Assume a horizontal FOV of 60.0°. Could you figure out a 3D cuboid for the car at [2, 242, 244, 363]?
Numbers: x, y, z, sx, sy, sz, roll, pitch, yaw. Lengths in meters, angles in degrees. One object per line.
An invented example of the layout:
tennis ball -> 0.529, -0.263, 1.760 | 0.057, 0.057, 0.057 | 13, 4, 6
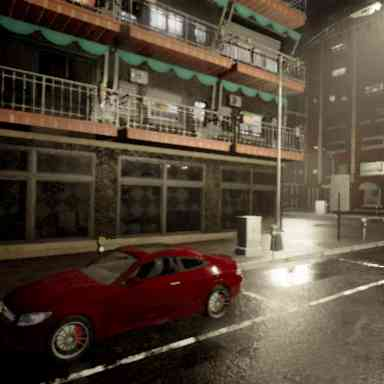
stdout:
car -> -0.922, 1.604, 5.844 | 4.206, 1.307, 1.802 | 1, 1, -35
